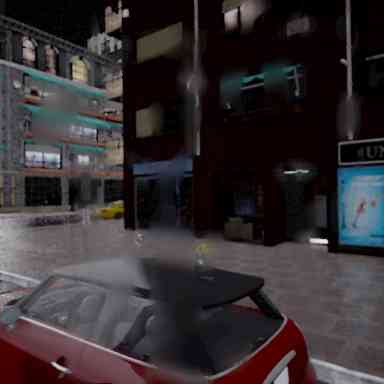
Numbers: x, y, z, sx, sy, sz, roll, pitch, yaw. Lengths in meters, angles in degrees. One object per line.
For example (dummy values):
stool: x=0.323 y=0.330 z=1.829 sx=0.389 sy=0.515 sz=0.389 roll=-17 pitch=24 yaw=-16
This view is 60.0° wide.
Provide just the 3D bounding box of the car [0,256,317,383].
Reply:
car: x=-0.913 y=1.443 z=3.607 sx=4.097 sy=1.590 sz=1.967 roll=0 pitch=-1 yaw=36

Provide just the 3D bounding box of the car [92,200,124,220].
car: x=-5.158 y=1.294 z=24.968 sx=1.752 sy=1.417 sz=4.829 roll=-1 pitch=0 yaw=36
